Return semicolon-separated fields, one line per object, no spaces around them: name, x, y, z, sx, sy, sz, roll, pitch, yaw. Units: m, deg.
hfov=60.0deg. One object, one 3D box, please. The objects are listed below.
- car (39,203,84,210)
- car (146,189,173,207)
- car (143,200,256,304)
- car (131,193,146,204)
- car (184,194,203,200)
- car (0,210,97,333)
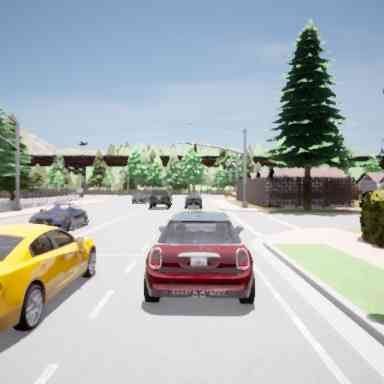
car;-7.065;1.302;17.892;1.994;1.385;4.181;0;1;0
car;-3.329;0.694;36.211;2.150;2.045;5.566;0;1;0
car;0.210;1.233;8.057;2.097;1.767;4.553;0;1;2
car;-6.964;0.852;44.987;1.837;1.490;4.892;0;0;1
car;0.172;0.966;36.959;1.837;1.490;4.892;0;1;0
car;-3.406;1.379;6.686;1.882;1.535;5.008;0;1;0
